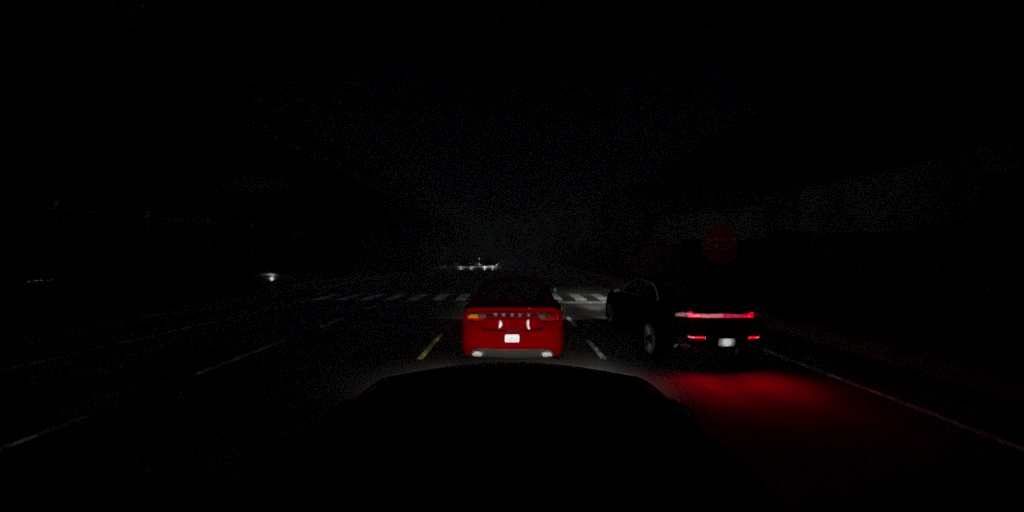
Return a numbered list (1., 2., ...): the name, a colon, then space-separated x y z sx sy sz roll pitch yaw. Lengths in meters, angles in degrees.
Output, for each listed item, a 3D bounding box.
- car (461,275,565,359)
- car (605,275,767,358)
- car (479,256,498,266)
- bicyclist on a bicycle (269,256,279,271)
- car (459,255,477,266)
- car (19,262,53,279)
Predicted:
1. car: 0.059 1.176 8.333 1.882 1.535 5.008 0 0 1
2. car: 3.558 1.190 8.329 2.128 1.511 4.902 0 0 0
3. car: -3.661 0.885 57.040 1.994 1.385 4.181 0 0 -1
4. bicyclist on a bicycle: -25.450 0.767 38.318 0.582 1.620 1.656 0 1 -1
5. car: -7.161 0.672 57.014 2.097 1.767 4.553 0 0 -1
6. car: -37.691 1.117 27.226 4.181 1.385 1.994 0 0 0
